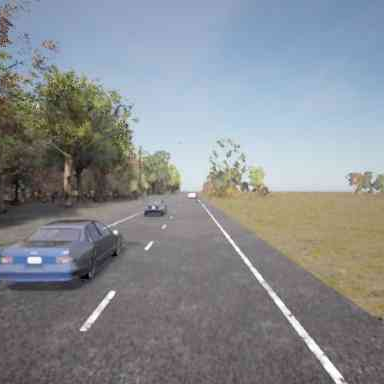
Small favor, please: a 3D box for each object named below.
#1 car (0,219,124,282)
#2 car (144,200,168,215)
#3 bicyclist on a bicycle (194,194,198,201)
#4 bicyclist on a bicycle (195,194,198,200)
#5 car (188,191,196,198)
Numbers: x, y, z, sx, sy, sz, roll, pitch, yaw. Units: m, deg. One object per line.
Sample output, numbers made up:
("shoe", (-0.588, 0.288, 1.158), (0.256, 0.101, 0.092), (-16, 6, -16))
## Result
("car", (-3.401, 1.513, 9.699), (2.033, 1.411, 5.357), (0, 0, 0))
("car", (-3.403, 1.435, 31.875), (2.033, 1.411, 5.357), (0, 0, 0))
("bicyclist on a bicycle", (0.956, 1.173, 75.698), (0.866, 1.612, 1.509), (0, 0, 0))
("bicyclist on a bicycle", (0.959, 1.221, 66.562), (0.582, 1.620, 1.656), (0, 0, 0))
("car", (-0.007, 0.768, 93.742), (2.150, 2.045, 5.566), (0, 0, 0))
